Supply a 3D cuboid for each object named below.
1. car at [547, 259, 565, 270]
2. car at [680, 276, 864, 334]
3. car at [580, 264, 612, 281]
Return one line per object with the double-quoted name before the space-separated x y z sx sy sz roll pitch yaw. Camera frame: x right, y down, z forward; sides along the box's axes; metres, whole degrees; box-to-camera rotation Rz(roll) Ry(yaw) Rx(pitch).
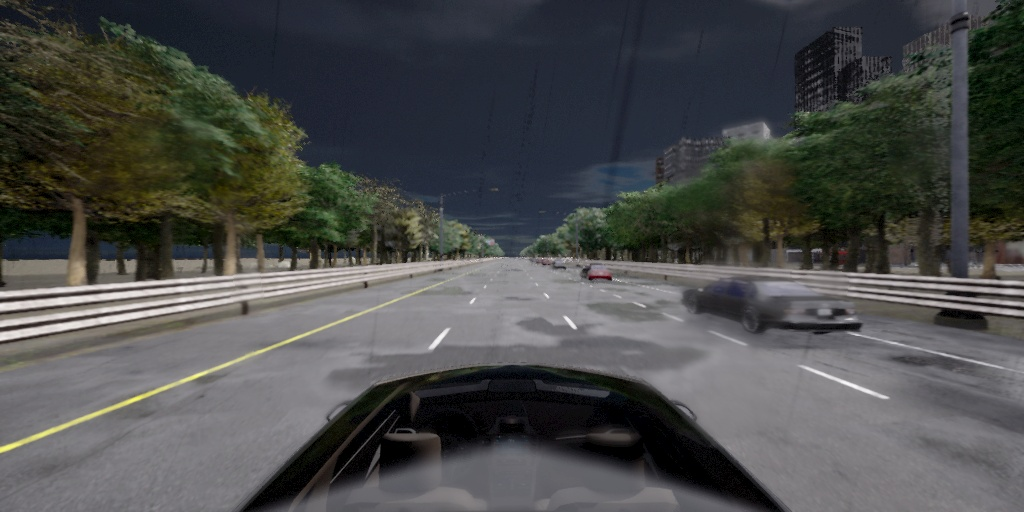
"car" 7.060 1.350 55.340 2.033 1.411 5.357 0 0 0
"car" 6.999 1.300 10.535 2.033 1.411 5.357 0 0 0
"car" 7.003 1.336 30.213 1.994 1.385 4.181 0 0 0
